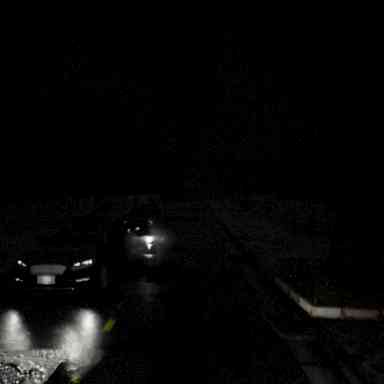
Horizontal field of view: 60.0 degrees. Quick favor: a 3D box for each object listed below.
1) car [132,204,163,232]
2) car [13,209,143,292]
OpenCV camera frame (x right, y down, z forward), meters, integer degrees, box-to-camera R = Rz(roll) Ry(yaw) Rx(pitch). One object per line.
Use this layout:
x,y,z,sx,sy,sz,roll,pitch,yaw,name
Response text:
-2.736,1.441,19.450,2.033,1.411,5.357,0,0,0,car
-2.834,1.436,8.922,2.128,1.511,4.902,0,0,0,car
